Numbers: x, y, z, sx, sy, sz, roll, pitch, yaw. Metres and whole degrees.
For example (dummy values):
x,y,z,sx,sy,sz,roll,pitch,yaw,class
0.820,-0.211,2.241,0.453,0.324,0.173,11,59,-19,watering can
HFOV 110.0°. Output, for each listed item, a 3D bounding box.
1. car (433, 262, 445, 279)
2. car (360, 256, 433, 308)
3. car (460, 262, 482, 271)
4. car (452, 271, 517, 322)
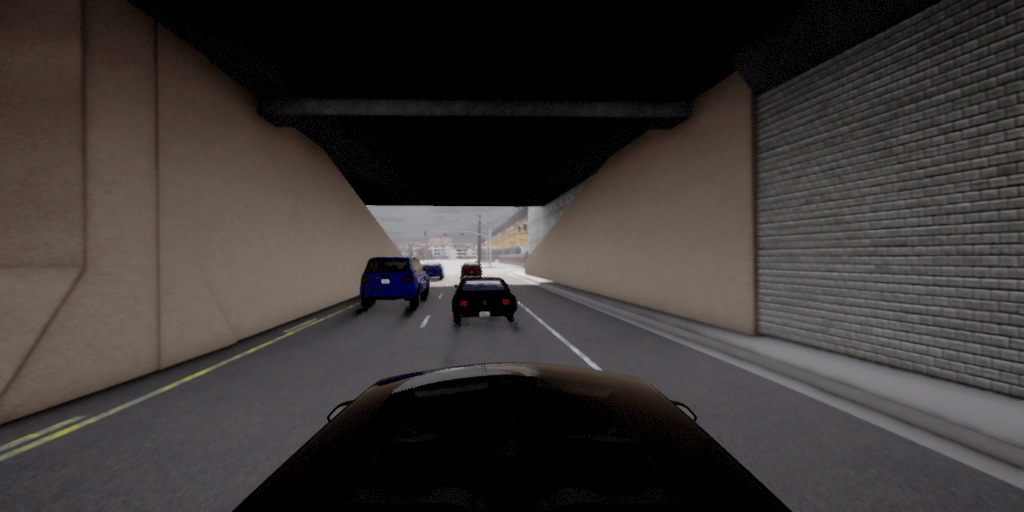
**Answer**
x,y,z,sx,sy,sz,roll,pitch,yaw,class
-7.277,1.324,33.195,1.882,1.535,5.008,-1,0,-8,car
-5.002,1.034,15.933,2.150,2.045,5.566,-1,0,-7,car
-3.788,1.289,33.502,1.882,1.535,5.008,-1,-1,-8,car
-1.032,1.369,12.395,1.895,1.301,4.718,-1,0,-7,car
